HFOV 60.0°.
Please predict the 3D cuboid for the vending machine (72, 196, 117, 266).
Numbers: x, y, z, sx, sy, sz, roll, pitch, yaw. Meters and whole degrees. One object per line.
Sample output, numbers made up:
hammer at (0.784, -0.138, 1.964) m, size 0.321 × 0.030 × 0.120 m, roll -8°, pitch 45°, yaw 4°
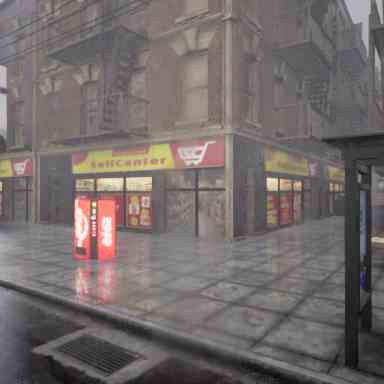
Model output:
vending machine at (-3.141, 1.195, 10.808) m, size 0.880 × 2.100 × 1.100 m, roll 0°, pitch 0°, yaw 34°
